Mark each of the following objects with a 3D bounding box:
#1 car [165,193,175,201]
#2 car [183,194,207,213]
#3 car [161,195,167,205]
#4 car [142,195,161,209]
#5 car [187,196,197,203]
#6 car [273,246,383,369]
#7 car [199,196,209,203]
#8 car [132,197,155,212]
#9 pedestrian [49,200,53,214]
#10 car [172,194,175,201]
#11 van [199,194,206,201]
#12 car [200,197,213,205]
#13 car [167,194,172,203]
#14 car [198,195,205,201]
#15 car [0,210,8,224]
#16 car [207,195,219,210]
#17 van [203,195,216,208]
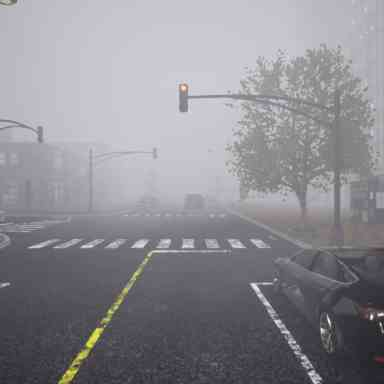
[{"bbox_3d":[-5.813,1.324,88.167,2.192,1.841,5.009,0,0,0],"label":"car"},{"bbox_3d":[0.167,1.225,37.066,2.150,2.045,5.566,0,0,-1],"label":"car"},{"bbox_3d":[-5.765,1.555,54.861,2.008,1.369,4.403,0,0,0],"label":"car"},{"bbox_3d":[-5.748,1.318,43.759,2.192,1.841,5.009,0,0,0],"label":"car"},{"bbox_3d":[-0.008,1.570,69.543,1.994,1.385,4.181,0,0,0],"label":"car"},{"bbox_3d":[2.687,1.566,5.744,1.947,1.339,4.313,0,0,0],"label":"car"},{"bbox_3d":[2.591,1.572,71.529,1.947,1.339,4.313,0,0,0],"label":"car"},{"bbox_3d":[-5.741,1.584,38.208,1.802,1.307,4.206,0,0,0],"label":"car"},{"bbox_3d":[-12.792,1.319,30.201,0.375,1.300,0.375,0,-1,-1],"label":"pedestrian"},{"bbox_3d":[-5.806,1.559,82.616,2.008,1.369,4.403,0,0,0],"label":"car"},{"bbox_3d":[2.576,1.349,82.631,1.690,1.788,3.998,0,0,0],"label":"van"},{"bbox_3d":[2.607,1.556,60.427,2.008,1.369,4.403,0,0,0],"label":"car"},{"bbox_3d":[-5.789,1.532,71.344,1.752,1.417,4.829,0,0,0],"label":"car"},{"bbox_3d":[2.567,1.534,88.352,1.752,1.417,4.829,0,0,0],"label":"car"},{"bbox_3d":[-14.311,1.359,21.275,4.674,1.442,1.812,1,0,3],"label":"car"},{"bbox_3d":[2.631,1.528,43.943,1.752,1.417,4.829,0,0,0],"label":"car"},{"bbox_3d":[2.624,1.345,49.325,1.690,1.788,3.998,0,0,0],"label":"van"}]
